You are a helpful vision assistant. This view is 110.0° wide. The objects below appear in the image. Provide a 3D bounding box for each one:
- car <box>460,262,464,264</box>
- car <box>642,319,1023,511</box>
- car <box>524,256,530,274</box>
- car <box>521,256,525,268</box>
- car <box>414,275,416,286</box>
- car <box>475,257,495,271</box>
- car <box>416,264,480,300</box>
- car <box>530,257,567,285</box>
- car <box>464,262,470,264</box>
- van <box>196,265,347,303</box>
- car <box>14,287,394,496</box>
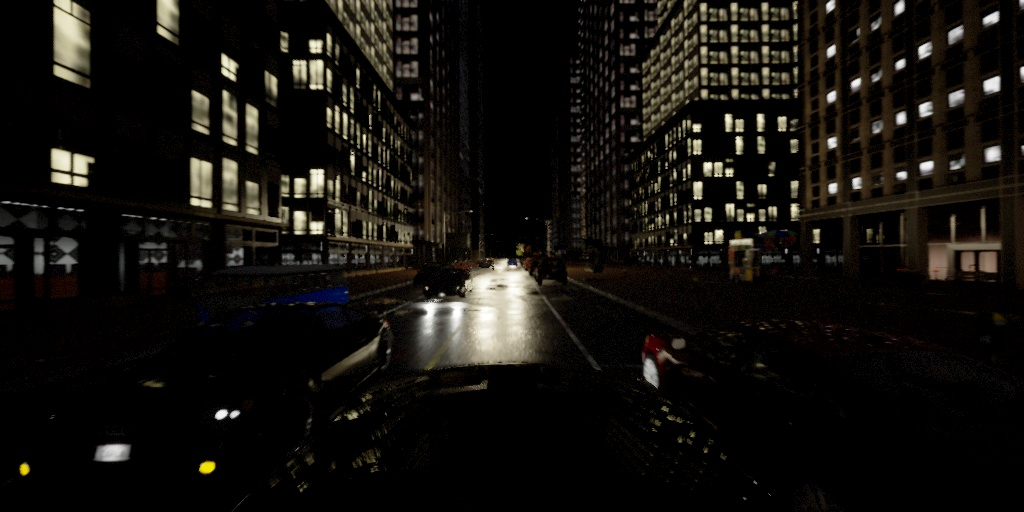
[{"bbox_3d":[-5.660,1.339,31.142,2.007,1.370,4.403,0,0,0],"label":"car"},{"bbox_3d":[2.717,1.273,3.441,1.888,1.381,4.507,0,0,0],"label":"car"},{"bbox_3d":[2.725,1.034,36.675,2.192,1.841,5.009,0,0,0],"label":"car"},{"bbox_3d":[2.736,1.030,47.753,2.192,1.841,5.009,0,0,0],"label":"car"},{"bbox_3d":[-5.665,1.356,25.603,1.948,1.339,4.313,0,0,0],"label":"car"},{"bbox_3d":[-2.969,0.903,42.036,2.128,1.511,4.902,0,0,0],"label":"car"},{"bbox_3d":[-3.072,1.319,18.391,2.033,1.411,5.357,0,0,0],"label":"car"},{"bbox_3d":[2.715,1.037,25.595,2.192,1.841,5.009,0,0,0],"label":"car"},{"bbox_3d":[-5.649,1.367,42.221,1.802,1.307,4.207,0,0,0],"label":"car"},{"bbox_3d":[-5.681,1.135,8.985,1.690,1.789,3.998,0,0,0],"label":"van"},{"bbox_3d":[-3.106,1.338,4.770,1.994,1.385,4.181,0,0,0],"label":"car"}]
